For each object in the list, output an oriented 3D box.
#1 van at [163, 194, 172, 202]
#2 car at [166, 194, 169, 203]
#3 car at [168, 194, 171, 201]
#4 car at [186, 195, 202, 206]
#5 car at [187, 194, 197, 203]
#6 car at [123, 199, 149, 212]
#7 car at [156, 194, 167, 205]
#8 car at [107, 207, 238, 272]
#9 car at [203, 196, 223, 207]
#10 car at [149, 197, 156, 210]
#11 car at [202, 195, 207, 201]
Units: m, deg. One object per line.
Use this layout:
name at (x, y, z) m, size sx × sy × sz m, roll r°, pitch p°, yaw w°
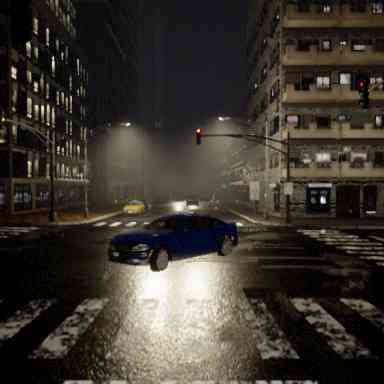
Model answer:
van at (-5.736, 1.311, 78.421) m, size 1.690 × 1.788 × 3.998 m, roll -1°, pitch 0°, yaw 0°
car at (-5.726, 1.558, 61.456) m, size 1.802 × 1.307 × 4.206 m, roll -1°, pitch 0°, yaw 0°
car at (-5.729, 1.519, 67.111) m, size 1.887 × 1.381 × 4.507 m, roll -1°, pitch 0°, yaw 0°
car at (0.079, 1.469, 52.989) m, size 2.128 × 1.511 × 4.902 m, roll 0°, pitch 0°, yaw 0°
car at (-0.027, 1.328, 71.323) m, size 2.097 × 1.767 × 4.553 m, roll 0°, pitch 0°, yaw 0°
car at (-5.716, 1.511, 33.014) m, size 1.752 × 1.417 × 4.829 m, roll -1°, pitch 0°, yaw 0°
car at (-5.724, 1.522, 55.802) m, size 1.887 × 1.381 × 4.507 m, roll -1°, pitch 0°, yaw 0°
car at (-0.452, 1.472, 11.135) m, size 1.882 × 1.535 × 5.008 m, roll -1°, pitch -1°, yaw 43°
car at (2.662, 1.534, 38.842) m, size 2.008 × 1.369 × 4.403 m, roll -1°, pitch 0°, yaw 0°
car at (-5.718, 1.549, 38.838) m, size 1.947 × 1.339 × 4.313 m, roll -1°, pitch 0°, yaw 0°
car at (2.647, 1.412, 72.770) m, size 1.967 × 1.590 × 4.097 m, roll -1°, pitch 0°, yaw 0°
